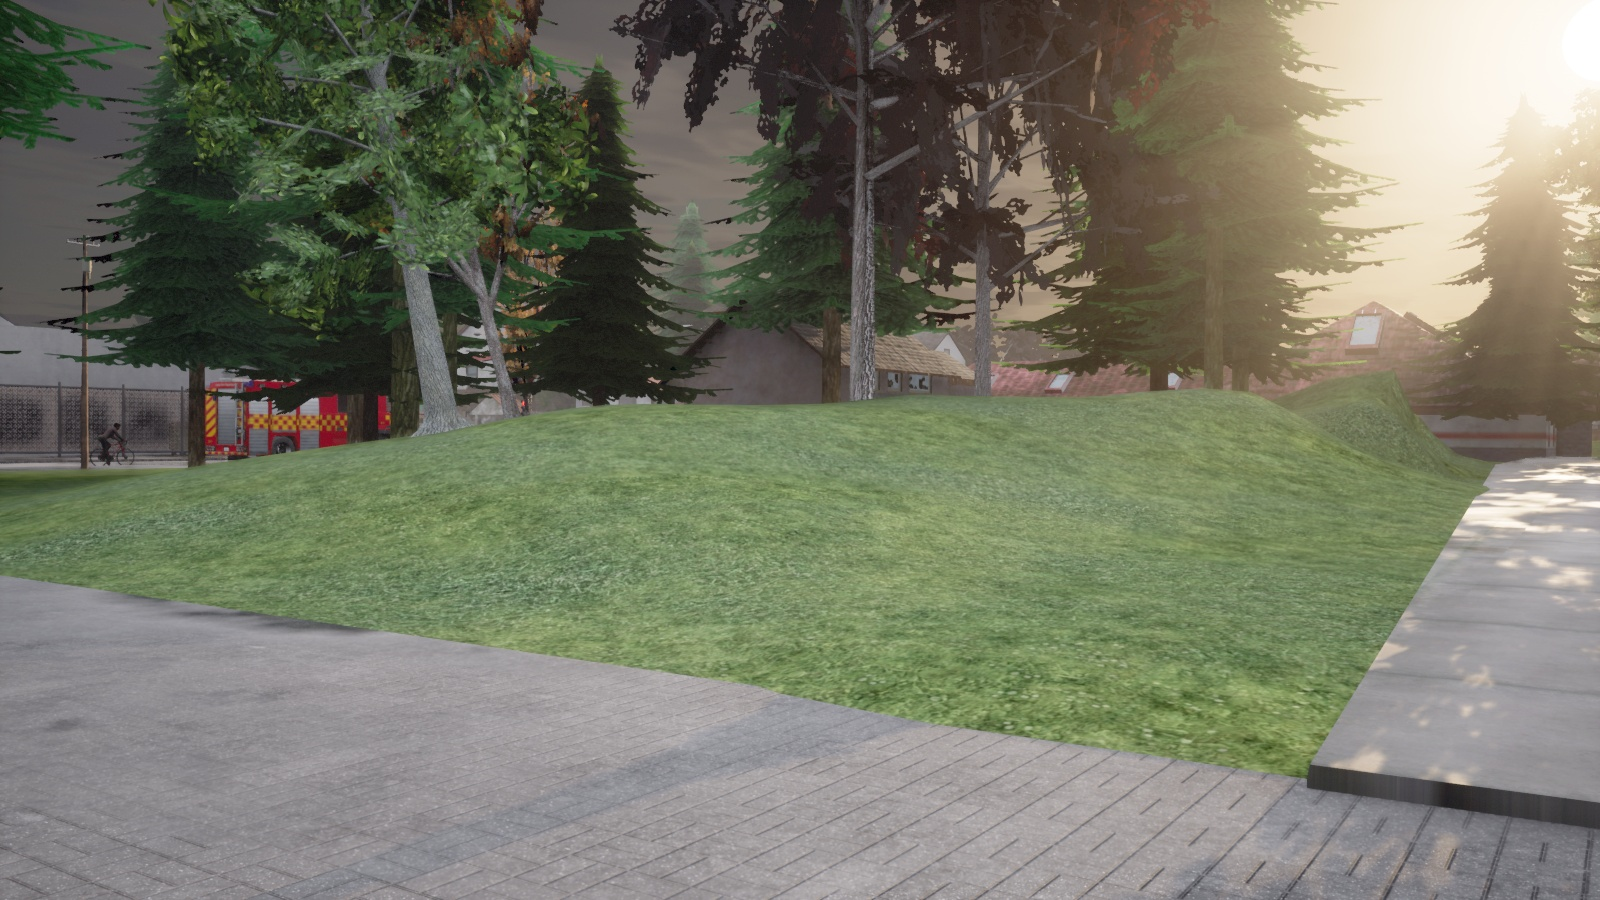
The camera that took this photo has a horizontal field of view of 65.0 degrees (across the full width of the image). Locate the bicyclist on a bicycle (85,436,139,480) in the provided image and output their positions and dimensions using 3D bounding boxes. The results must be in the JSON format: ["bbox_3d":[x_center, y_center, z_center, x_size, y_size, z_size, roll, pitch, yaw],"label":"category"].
[{"bbox_3d":[-25.486,0.279,46.556,0.582,1.620,1.656,0,1,34],"label":"bicyclist on a bicycle"}]

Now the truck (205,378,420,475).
[{"bbox_3d":[-20.648,-0.981,53.810,2.891,3.827,8.468,0,1,32],"label":"truck"}]
